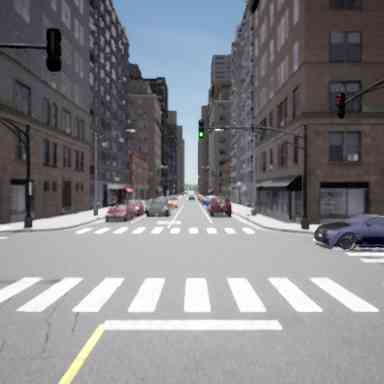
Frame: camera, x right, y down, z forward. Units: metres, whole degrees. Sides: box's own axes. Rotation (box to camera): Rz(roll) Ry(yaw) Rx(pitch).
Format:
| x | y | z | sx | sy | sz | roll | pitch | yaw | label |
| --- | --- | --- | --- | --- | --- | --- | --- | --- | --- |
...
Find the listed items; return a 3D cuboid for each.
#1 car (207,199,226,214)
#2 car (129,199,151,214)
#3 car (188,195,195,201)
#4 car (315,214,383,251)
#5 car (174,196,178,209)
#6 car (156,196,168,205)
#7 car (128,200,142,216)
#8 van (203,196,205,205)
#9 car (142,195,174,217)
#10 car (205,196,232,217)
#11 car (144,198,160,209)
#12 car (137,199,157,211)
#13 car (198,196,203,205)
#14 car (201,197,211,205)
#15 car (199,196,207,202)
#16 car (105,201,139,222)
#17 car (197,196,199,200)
| x | y | z | sx | sy | sz | roll | pitch | yaw | label |
| --- | --- | --- | --- | --- | --- | --- | --- | --- | --- |
| 2.718 | 1.604 | 38.159 | 1.752 | 1.417 | 4.829 | -1 | 0 | 0 | car |
| -5.806 | 1.603 | 37.810 | 1.752 | 1.417 | 4.829 | -1 | 0 | 0 | car |
| -0.085 | 1.780 | 94.615 | 1.812 | 1.442 | 4.674 | 0 | 0 | 0 | car |
| 7.442 | 1.653 | 14.071 | 4.181 | 1.385 | 1.994 | 0 | 1 | 0 | car |
| -3.123 | 1.455 | 47.798 | 2.097 | 1.767 | 4.553 | 0 | 0 | 0 | car |
| -5.833 | 1.599 | 65.506 | 1.967 | 1.590 | 4.097 | -1 | 0 | 0 | car |
| -5.803 | 1.505 | 32.476 | 1.967 | 1.590 | 4.097 | -1 | 0 | 0 | car |
| 2.711 | 1.433 | 43.494 | 1.690 | 1.788 | 3.998 | -1 | 0 | 0 | van |
| -3.123 | 1.414 | 31.615 | 2.097 | 1.767 | 4.553 | 0 | 0 | 0 | car |
| 2.721 | 1.379 | 32.485 | 2.192 | 1.841 | 5.009 | -1 | 0 | 0 | car |
| -5.817 | 1.632 | 48.821 | 1.752 | 1.417 | 4.829 | -1 | 0 | 0 | car |
| -5.811 | 1.658 | 43.485 | 1.947 | 1.339 | 4.313 | -1 | 0 | 0 | car |
| 2.698 | 1.691 | 60.008 | 2.008 | 1.369 | 4.403 | -1 | 0 | 0 | car |
| 2.693 | 1.703 | 65.514 | 1.887 | 1.381 | 4.507 | -1 | 0 | 0 | car |
| 2.678 | 1.760 | 82.029 | 1.887 | 1.381 | 4.507 | -1 | 0 | 0 | car |
| -5.796 | 1.634 | 26.971 | 1.802 | 1.307 | 4.206 | -1 | 0 | 0 | car |
| 2.681 | 1.636 | 76.524 | 1.967 | 1.590 | 4.097 | -1 | 0 | 0 | car |
